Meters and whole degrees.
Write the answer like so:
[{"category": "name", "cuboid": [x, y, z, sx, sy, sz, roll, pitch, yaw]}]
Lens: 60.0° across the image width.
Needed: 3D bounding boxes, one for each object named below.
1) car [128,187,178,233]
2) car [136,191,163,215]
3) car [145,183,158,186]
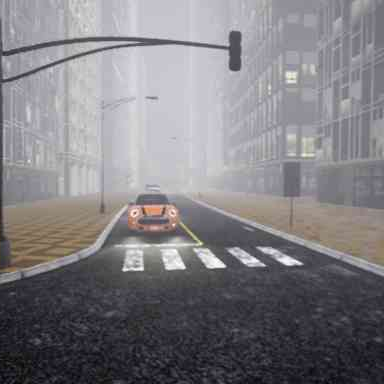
[{"category": "car", "cuboid": [-1.884, 0.827, 15.791, 2.097, 1.767, 4.553, 0, 2, -9]}, {"category": "car", "cuboid": [-3.182, 0.713, 24.752, 1.837, 1.490, 4.892, 0, 2, -8]}, {"category": "car", "cuboid": [-5.528, -0.199, 45.638, 2.150, 2.045, 5.566, 0, 2, -5]}]
